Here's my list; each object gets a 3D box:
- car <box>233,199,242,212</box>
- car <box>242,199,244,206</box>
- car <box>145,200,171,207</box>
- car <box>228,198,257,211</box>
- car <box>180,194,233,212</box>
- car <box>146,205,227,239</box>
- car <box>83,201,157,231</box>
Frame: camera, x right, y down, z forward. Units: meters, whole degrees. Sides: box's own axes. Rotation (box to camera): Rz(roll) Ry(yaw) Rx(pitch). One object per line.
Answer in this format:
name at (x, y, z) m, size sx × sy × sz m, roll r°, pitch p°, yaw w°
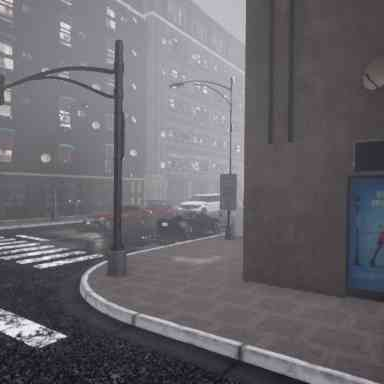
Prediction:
car at (3.041, 1.224, 35.996) m, size 2.192 × 1.841 × 5.009 m, roll 1°, pitch 1°, yaw 35°
car at (6.961, 1.289, 37.281) m, size 2.097 × 1.767 × 4.553 m, roll 1°, pitch 1°, yaw 35°
car at (-3.368, 1.362, 26.841) m, size 1.967 × 1.590 × 4.097 m, roll 1°, pitch 1°, yaw 35°
car at (6.242, 1.483, 40.576) m, size 1.802 × 1.307 × 4.206 m, roll 1°, pitch 1°, yaw 35°
car at (1.096, 1.171, 28.919) m, size 2.150 × 2.045 × 5.566 m, roll 1°, pitch 1°, yaw 35°
car at (-0.117, 1.599, 17.746) m, size 1.947 × 1.339 × 4.313 m, roll 1°, pitch 1°, yaw 35°
car at (-4.569, 1.487, 20.829) m, size 1.812 × 1.442 × 4.674 m, roll 1°, pitch 1°, yaw 35°
